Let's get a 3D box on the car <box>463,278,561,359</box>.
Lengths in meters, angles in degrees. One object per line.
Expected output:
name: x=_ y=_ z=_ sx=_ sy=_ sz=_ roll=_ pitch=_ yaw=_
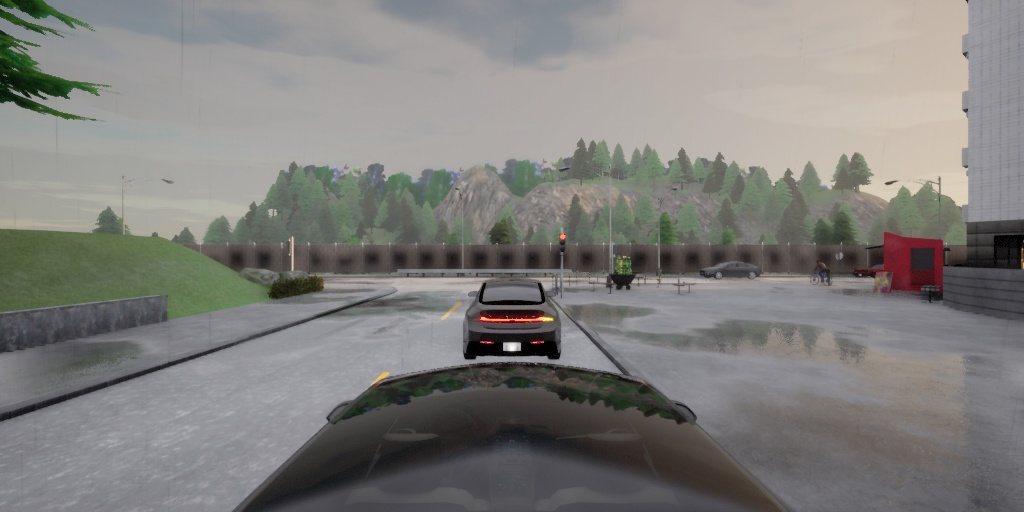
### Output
car: x=-0.001 y=1.255 z=8.357 sx=1.837 sy=1.490 sz=4.892 roll=0 pitch=0 yaw=0

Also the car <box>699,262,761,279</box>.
car: x=19.046 y=1.255 z=31.384 sx=4.892 sy=1.490 sz=1.837 roll=0 pitch=0 yaw=-1

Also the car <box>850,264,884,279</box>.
car: x=32.785 y=1.351 z=31.504 sx=4.718 sy=1.301 sz=1.895 roll=0 pitch=0 yaw=0

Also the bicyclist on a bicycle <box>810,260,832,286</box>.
bicyclist on a bicycle: x=19.804 y=1.099 z=22.992 sx=0.582 sy=1.620 sz=1.656 roll=0 pitch=0 yaw=-1
